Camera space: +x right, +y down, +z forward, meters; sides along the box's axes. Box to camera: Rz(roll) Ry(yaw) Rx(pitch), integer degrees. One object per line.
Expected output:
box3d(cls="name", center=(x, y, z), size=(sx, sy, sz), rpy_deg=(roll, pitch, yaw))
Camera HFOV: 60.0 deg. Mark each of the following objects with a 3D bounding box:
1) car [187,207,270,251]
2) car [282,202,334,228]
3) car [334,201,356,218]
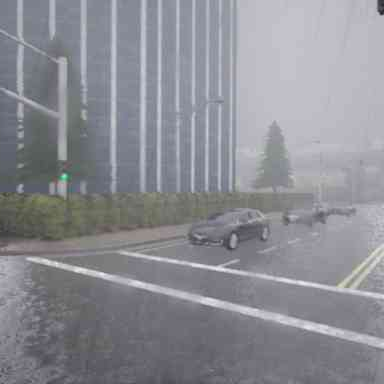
box3d(cls="car", center=(1.716, 1.453, 14.239), size=(1.837, 1.490, 4.892), rpy_deg=(1, 0, 36))
box3d(cls="car", center=(7.569, 1.441, 22.164), size=(2.128, 1.511, 4.902), rpy_deg=(1, 0, 36))
box3d(cls="car", center=(13.491, 1.515, 30.163), size=(1.994, 1.385, 4.181), rpy_deg=(1, 0, 36))
